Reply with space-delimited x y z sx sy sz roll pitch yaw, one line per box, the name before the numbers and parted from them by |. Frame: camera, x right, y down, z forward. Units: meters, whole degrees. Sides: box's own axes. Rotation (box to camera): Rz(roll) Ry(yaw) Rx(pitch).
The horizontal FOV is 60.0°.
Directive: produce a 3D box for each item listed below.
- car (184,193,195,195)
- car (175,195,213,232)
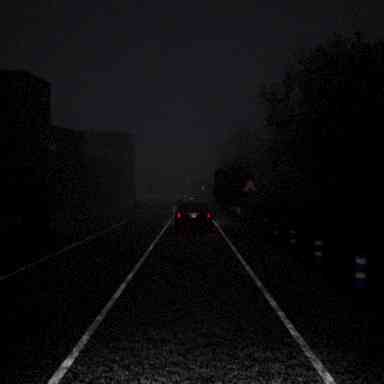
car | 0.095 1.306 57.834 2.128 1.511 4.902 0 0 0
car | 0.100 1.289 19.799 2.097 1.767 4.553 0 0 0
